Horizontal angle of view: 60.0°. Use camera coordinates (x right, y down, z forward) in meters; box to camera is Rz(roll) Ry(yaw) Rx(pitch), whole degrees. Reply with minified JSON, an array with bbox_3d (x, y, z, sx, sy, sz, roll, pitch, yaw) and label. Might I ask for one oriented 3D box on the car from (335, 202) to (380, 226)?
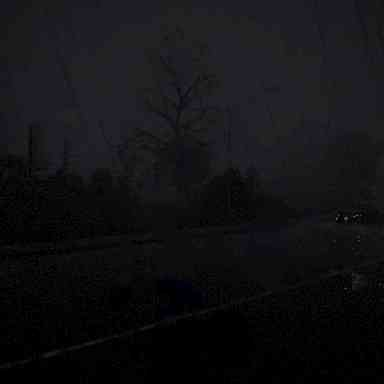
[{"bbox_3d":[11.795,1.487,23.557,1.837,1.490,4.892,0,0,45],"label":"car"}]
